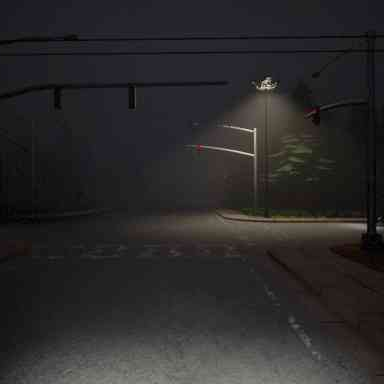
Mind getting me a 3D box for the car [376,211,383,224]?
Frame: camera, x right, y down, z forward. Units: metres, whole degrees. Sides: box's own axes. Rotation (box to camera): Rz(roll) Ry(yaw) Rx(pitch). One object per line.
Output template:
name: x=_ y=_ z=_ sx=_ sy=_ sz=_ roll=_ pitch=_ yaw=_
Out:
car: x=14.894 y=1.518 z=22.119 sx=4.892 sy=1.490 sz=1.837 roll=0 pitch=0 yaw=1
